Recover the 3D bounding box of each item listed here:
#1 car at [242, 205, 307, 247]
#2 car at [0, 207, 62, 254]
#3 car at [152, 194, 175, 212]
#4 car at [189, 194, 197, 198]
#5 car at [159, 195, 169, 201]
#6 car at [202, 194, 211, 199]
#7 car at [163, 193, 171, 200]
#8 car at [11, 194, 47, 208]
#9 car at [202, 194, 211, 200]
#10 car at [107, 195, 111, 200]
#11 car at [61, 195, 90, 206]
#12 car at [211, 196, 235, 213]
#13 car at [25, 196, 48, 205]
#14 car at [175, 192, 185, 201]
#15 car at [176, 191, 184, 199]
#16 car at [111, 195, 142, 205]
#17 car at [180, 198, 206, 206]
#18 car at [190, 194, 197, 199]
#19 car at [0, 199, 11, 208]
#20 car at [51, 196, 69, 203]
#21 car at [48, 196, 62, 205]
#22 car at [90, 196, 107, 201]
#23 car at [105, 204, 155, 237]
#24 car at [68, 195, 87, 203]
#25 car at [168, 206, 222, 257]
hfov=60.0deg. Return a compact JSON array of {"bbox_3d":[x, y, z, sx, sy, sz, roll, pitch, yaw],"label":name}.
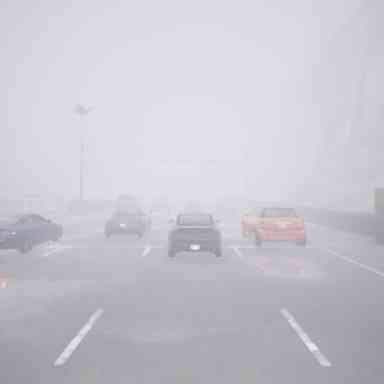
[{"bbox_3d":[3.600,1.382,15.383,2.097,1.767,4.553,0,0,0],"label":"car"},{"bbox_3d":[-6.912,1.553,13.501,1.812,1.442,4.674,0,0,0],"label":"car"},{"bbox_3d":[-3.397,1.422,37.678,2.097,1.767,4.553,0,0,0],"label":"car"},{"bbox_3d":[0.231,1.318,78.735,1.882,1.535,5.008,0,1,0],"label":"car"},{"bbox_3d":[-6.760,1.384,79.957,1.994,1.385,4.181,0,1,0],"label":"car"},{"bbox_3d":[3.813,1.189,89.126,2.033,1.411,5.357,0,1,0],"label":"car"},{"bbox_3d":[-6.687,1.193,89.203,1.837,1.490,4.892,0,1,0],"label":"car"},{"bbox_3d":[-24.488,1.273,50.417,2.150,2.045,5.566,0,0,0],"label":"car"},{"bbox_3d":[3.734,1.391,79.120,1.994,1.385,4.181,0,1,0],"label":"car"},{"bbox_3d":[-17.337,1.470,70.149,1.812,1.442,4.674,0,1,0],"label":"car"},{"bbox_3d":[-17.490,1.557,50.150,1.837,1.490,4.892,0,0,0],"label":"car"},{"bbox_3d":[3.603,1.423,37.641,2.097,1.767,4.553,0,0,0],"label":"car"},{"bbox_3d":[-27.917,1.501,59.914,1.882,1.535,5.008,0,0,0],"label":"car"},{"bbox_3d":[-3.269,1.340,78.765,1.837,1.490,4.892,0,1,0],"label":"car"},{"bbox_3d":[-3.187,0.874,89.205,2.150,2.045,5.566,0,1,0],"label":"car"},{"bbox_3d":[-6.898,1.289,36.462,2.150,2.045,5.566,0,0,0],"label":"car"},{"bbox_3d":[0.102,1.612,34.233,2.033,1.411,5.357,0,0,0],"label":"car"},{"bbox_3d":[0.313,1.174,89.153,1.812,1.442,4.674,0,1,0],"label":"car"},{"bbox_3d":[-27.990,1.652,50.172,1.895,1.301,4.718,0,0,0],"label":"car"},{"bbox_3d":[-27.837,1.541,70.196,1.895,1.301,4.718,0,1,0],"label":"car"},{"bbox_3d":[-24.412,1.512,60.533,2.128,1.511,4.902,0,0,0],"label":"car"},{"bbox_3d":[-17.417,1.501,59.859,1.882,1.535,5.008,0,0,0],"label":"car"},{"bbox_3d":[-3.399,1.600,18.303,1.994,1.385,4.181,0,0,0],"label":"car"},{"bbox_3d":[-24.332,1.464,70.836,2.128,1.511,4.902,0,1,0],"label":"car"},{"bbox_3d":[0.101,1.531,13.139,1.837,1.490,4.892,0,0,0],"label":"car"}]
